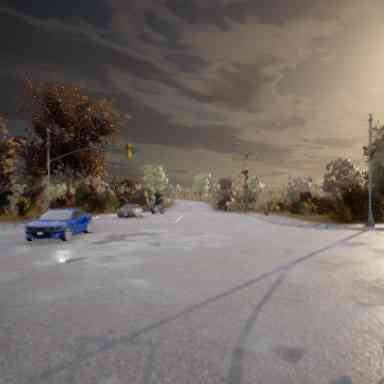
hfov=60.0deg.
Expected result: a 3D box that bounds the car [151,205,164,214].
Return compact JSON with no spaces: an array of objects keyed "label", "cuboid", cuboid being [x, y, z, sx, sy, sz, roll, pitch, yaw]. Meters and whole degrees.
[{"label":"car","cuboid":[-6.068,3.122,58.833,2.128,1.511,4.902,0,-3,1]}]

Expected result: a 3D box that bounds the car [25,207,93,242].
[{"label":"car","cuboid":[-6.677,1.575,17.171,1.882,1.535,5.008,0,0,1]}]

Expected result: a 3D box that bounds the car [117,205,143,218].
[{"label":"car","cuboid":[-6.421,1.988,34.624,1.895,1.301,4.718,0,-2,1]}]
